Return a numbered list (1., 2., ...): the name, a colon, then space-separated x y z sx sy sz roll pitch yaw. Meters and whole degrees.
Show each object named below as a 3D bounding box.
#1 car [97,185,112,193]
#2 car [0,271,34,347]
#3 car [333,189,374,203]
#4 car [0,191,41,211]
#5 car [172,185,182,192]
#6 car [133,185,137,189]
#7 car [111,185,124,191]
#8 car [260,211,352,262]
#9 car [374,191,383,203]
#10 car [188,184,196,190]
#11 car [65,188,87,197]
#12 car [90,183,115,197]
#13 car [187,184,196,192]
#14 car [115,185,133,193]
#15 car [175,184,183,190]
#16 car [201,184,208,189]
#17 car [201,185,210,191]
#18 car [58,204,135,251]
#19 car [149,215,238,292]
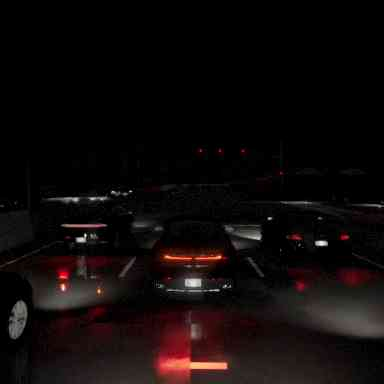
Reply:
1. car: -17.553 -0.570 67.142 1.812 1.442 4.674 0 2 0
2. car: -3.407 1.476 3.324 1.837 1.490 4.892 0 1 0
3. car: 17.944 0.419 36.208 4.902 1.511 2.128 0 2 2
4. car: -14.121 0.730 27.227 1.837 1.490 4.892 0 2 0
5. car: -3.557 -0.761 75.035 1.895 1.301 4.718 0 2 0
6. car: -14.063 -0.978 80.959 1.895 1.301 4.718 0 2 0
7. car: -17.561 -0.922 78.470 1.994 1.385 4.181 0 2 0
8. car: 3.564 1.317 11.112 1.994 1.385 4.181 0 2 0
9. car: 21.348 0.595 32.577 5.357 1.411 2.033 0 2 2
10. car: -0.071 -1.373 91.896 2.033 1.411 5.357 0 2 0
11. car: -17.631 0.058 50.429 1.895 1.301 4.718 0 2 0
12. car: -14.131 -0.365 51.750 2.150 2.045 5.566 0 2 0
13. car: -0.058 -0.888 76.027 1.837 1.490 4.892 0 2 0
14. car: -14.052 -0.646 67.999 1.882 1.535 5.008 0 2 0
15. car: -3.571 -1.359 91.477 2.033 1.411 5.357 0 2 0
16. car: 3.429 -1.416 91.514 1.895 1.301 4.718 0 2 0
17. car: 3.437 -1.092 81.069 1.882 1.535 5.008 0 2 0
18. car: -3.427 1.190 12.711 2.128 1.511 4.902 0 2 0
19. car: 0.051 1.338 8.512 1.837 1.490 4.892 0 2 1
